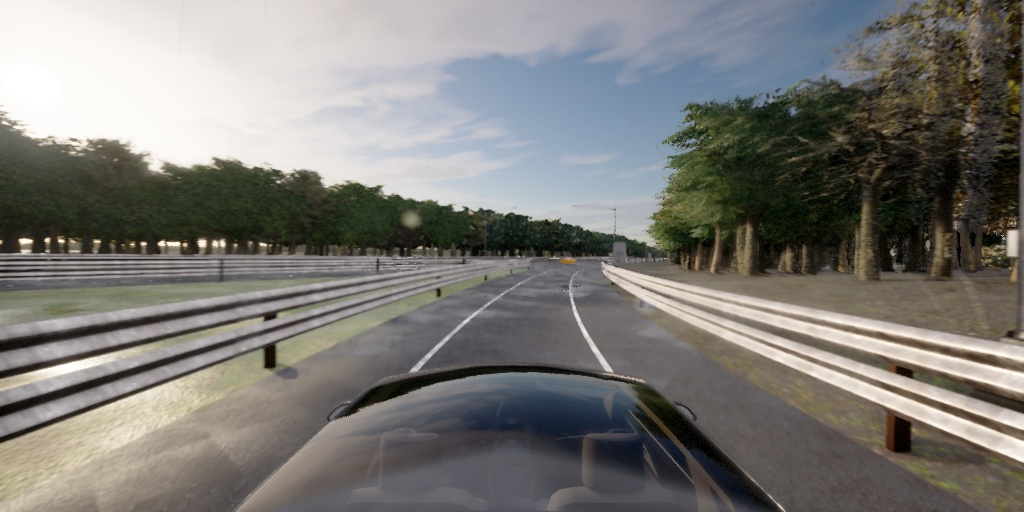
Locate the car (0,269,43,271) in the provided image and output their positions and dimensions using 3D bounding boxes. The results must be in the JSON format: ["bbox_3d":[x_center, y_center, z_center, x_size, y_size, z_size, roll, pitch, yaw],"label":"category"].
[{"bbox_3d":[-30.259,0.807,20.052,1.895,1.301,4.718,1,0,37],"label":"car"}]

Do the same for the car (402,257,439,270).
[{"bbox_3d":[-10.430,0.884,41.273,1.812,1.442,4.674,1,0,35],"label":"car"}]
